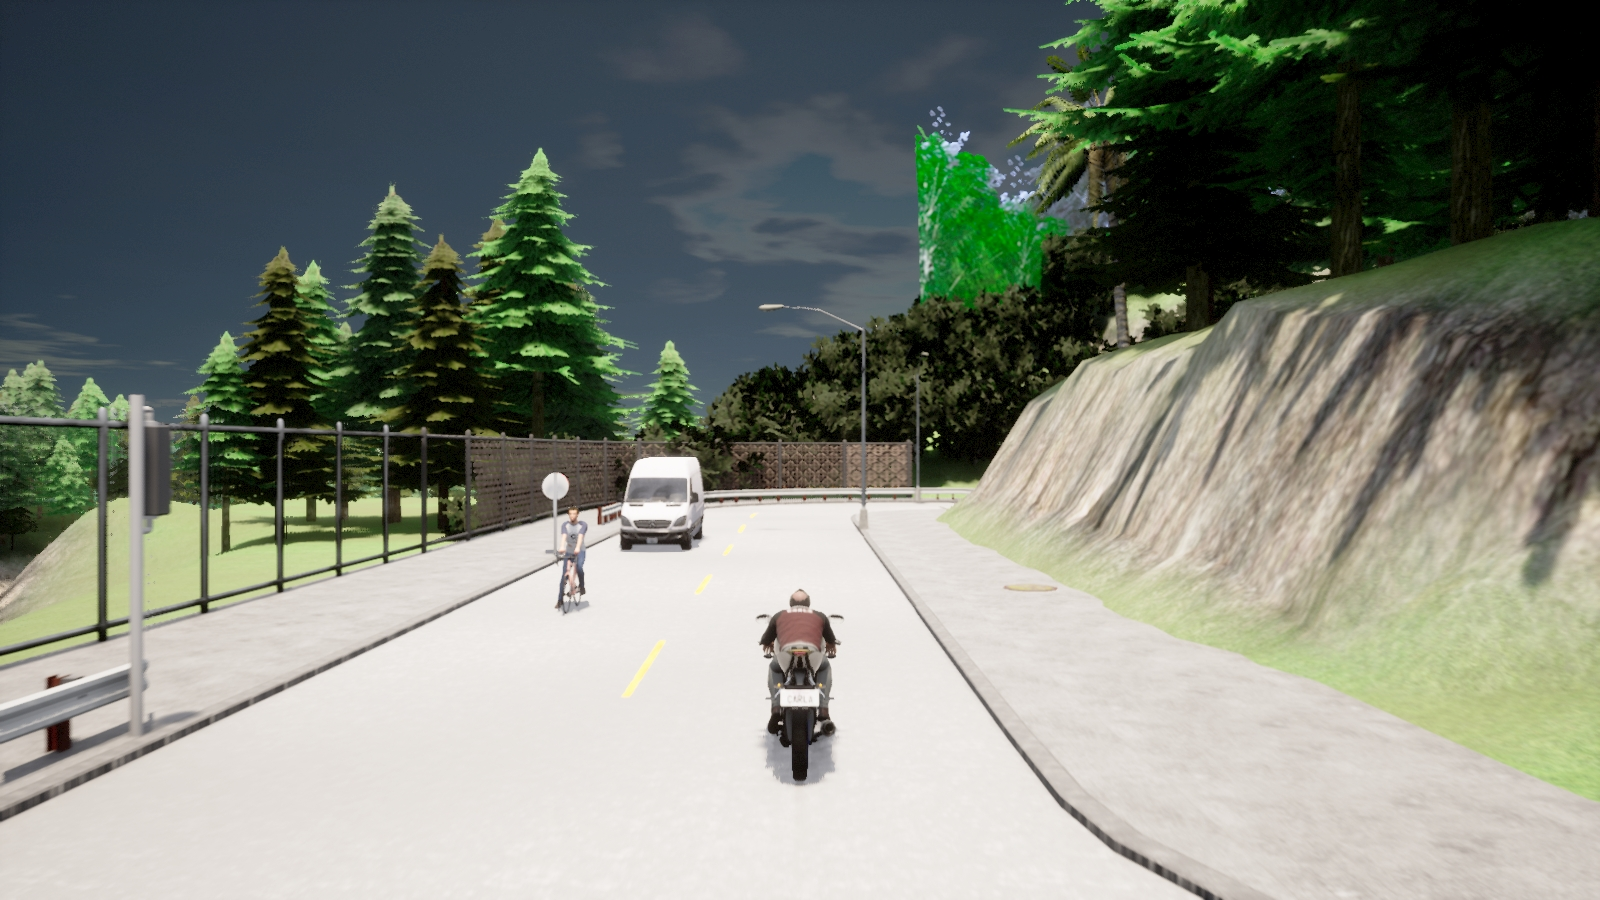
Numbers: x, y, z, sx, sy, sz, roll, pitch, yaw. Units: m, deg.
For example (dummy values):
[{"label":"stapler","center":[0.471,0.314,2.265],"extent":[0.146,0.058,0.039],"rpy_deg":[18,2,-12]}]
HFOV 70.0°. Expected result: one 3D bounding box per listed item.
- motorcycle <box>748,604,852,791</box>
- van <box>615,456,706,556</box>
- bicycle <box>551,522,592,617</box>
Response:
[{"label":"motorcycle","center":[-0.002,2.206,10.600],"extent":[0.867,1.251,2.209],"rpy_deg":[0,0,0]},{"label":"van","center":[-4.024,1.533,33.984],"extent":[1.988,2.561,5.915],"rpy_deg":[0,1,0]},{"label":"bicycle","center":[-3.997,2.059,20.058],"extent":[0.373,1.496,1.643],"rpy_deg":[0,0,0]}]
